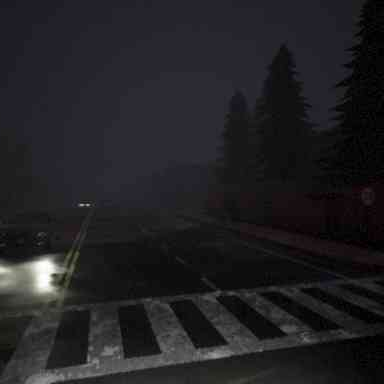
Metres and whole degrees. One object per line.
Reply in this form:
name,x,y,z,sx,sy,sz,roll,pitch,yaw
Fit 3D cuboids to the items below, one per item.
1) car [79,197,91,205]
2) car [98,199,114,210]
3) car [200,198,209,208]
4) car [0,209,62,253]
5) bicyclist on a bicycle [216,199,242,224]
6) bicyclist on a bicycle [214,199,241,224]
car,-21.298,1.781,66.374,1.994,1.385,4.181,-1,0,-16
car,-11.573,1.672,44.787,2.033,1.411,5.357,-1,0,-15
car,3.375,1.452,43.792,4.674,1.442,1.812,-1,0,-15
car,-6.921,1.552,14.583,1.882,1.535,5.008,-1,0,-15
bicyclist on a bicycle,2.416,1.276,21.526,1.656,1.620,0.582,-1,0,13
bicyclist on a bicycle,2.382,1.277,22.463,1.656,1.620,0.582,-1,0,-12
